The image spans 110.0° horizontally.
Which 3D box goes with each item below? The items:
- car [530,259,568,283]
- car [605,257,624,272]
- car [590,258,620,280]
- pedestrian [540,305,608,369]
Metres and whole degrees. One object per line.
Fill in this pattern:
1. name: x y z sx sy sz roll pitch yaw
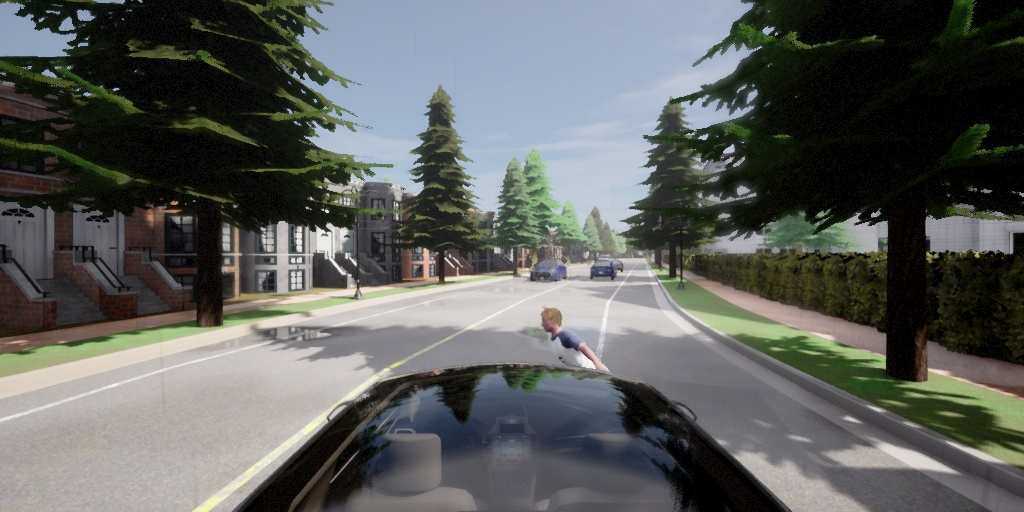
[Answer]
1. car: 2.898 1.051 27.776 2.097 1.767 4.553 0 0 20
2. car: 12.585 1.202 43.550 2.033 1.411 5.357 0 0 19
3. car: 7.913 1.162 30.754 1.882 1.535 5.008 0 0 20
4. pedestrian: 0.900 1.264 3.718 0.375 1.860 0.375 -37 -10 -39
